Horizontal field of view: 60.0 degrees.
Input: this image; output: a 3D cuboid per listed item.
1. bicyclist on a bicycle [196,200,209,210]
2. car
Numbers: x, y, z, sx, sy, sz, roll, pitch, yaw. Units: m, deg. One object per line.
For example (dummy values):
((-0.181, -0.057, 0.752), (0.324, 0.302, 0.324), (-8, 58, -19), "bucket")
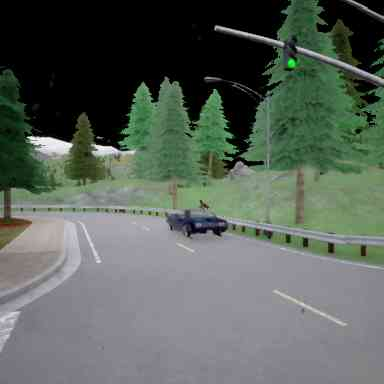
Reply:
((0.840, 1.432, 25.529), (1.656, 1.620, 0.582), (-1, 2, -20), "bicyclist on a bicycle")
((0.068, 1.585, 17.802), (1.895, 1.301, 4.718), (0, 0, -20), "car")
